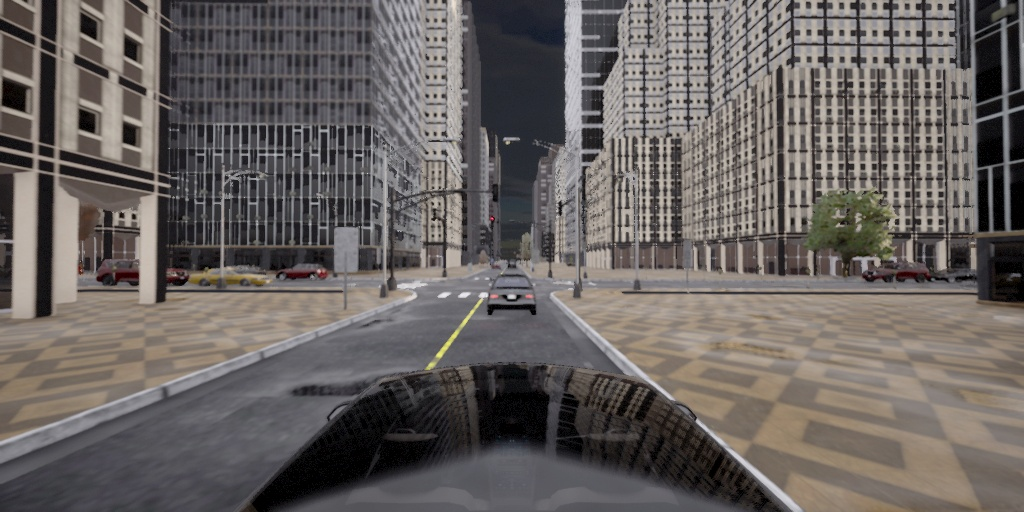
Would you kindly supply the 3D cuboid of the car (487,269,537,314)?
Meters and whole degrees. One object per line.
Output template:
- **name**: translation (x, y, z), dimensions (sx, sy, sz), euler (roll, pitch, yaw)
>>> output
- **car**: translation (0.004, 1.430, 14.395), dimensions (2.033, 1.411, 5.357), euler (0, -1, 0)

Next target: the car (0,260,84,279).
- **car**: translation (-41.910, 1.162, 32.326), dimensions (5.009, 1.841, 2.192), euler (0, 0, -1)

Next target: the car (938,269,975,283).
- **car**: translation (41.663, 1.846, 33.698), dimensions (4.313, 1.339, 1.948), euler (0, 0, -1)

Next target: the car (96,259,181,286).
- **car**: translation (-24.751, 1.153, 24.127), dimensions (5.009, 1.841, 2.192), euler (0, 0, -1)

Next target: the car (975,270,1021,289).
- **car**: translation (36.274, 1.668, 25.229), dimensions (4.829, 1.417, 1.751), euler (0, 0, -1)

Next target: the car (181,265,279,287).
- **car**: translation (-18.902, 1.398, 24.193), dimensions (4.829, 1.417, 1.751), euler (0, 0, -1)

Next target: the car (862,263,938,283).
- **car**: translation (35.966, 1.575, 33.605), dimensions (5.009, 1.841, 2.192), euler (0, 0, -1)

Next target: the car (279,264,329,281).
- **car**: translation (-19.214, 1.434, 32.828), dimensions (4.097, 1.591, 1.967), euler (0, 0, -1)
